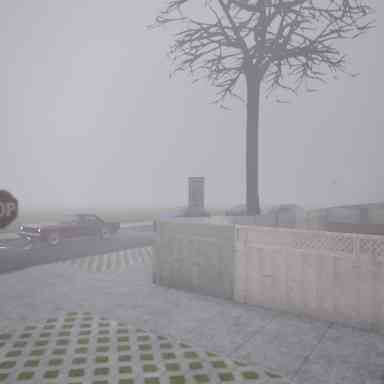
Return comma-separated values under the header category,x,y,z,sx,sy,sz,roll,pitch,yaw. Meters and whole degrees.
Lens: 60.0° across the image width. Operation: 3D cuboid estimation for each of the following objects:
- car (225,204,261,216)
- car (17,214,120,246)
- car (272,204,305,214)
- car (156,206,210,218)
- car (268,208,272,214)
category,x,y,z,sx,sy,sz,roll,pitch,yaw
car,4.915,1.897,31.804,1.882,1.535,5.008,0,-1,35
car,-5.914,1.756,16.429,1.895,1.301,4.718,0,-1,35
car,10.367,2.010,34.451,1.837,1.490,4.892,0,-1,35
car,-0.571,1.764,24.025,1.882,1.535,5.008,0,-1,35
car,10.710,2.123,39.994,1.994,1.385,4.181,0,-1,36
